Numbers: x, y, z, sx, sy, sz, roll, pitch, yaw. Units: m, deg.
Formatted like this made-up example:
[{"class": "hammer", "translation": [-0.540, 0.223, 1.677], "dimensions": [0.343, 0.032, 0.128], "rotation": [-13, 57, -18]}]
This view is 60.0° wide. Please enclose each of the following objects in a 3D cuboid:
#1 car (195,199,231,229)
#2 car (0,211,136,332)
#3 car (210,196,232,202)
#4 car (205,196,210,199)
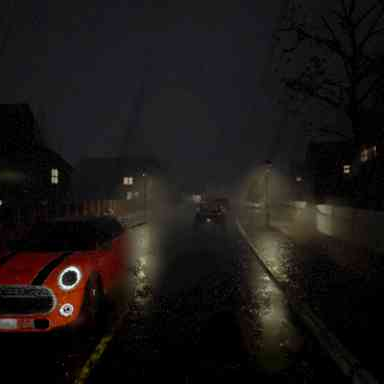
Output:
[{"class": "car", "translation": [1.231, 1.474, 21.495], "dimensions": [2.128, 1.511, 4.902], "rotation": [0, 0, 5]}, {"class": "car", "translation": [-2.637, 1.349, 7.140], "dimensions": [2.097, 1.767, 4.553], "rotation": [0, 0, 2]}, {"class": "car", "translation": [3.635, 1.423, 39.486], "dimensions": [1.882, 1.535, 5.008], "rotation": [0, 0, 10]}, {"class": "car", "translation": [2.816, 1.445, 50.578], "dimensions": [1.837, 1.490, 4.892], "rotation": [-1, -1, 13]}]
